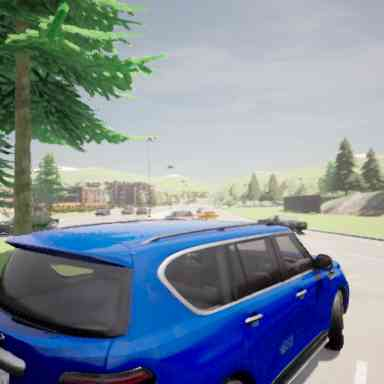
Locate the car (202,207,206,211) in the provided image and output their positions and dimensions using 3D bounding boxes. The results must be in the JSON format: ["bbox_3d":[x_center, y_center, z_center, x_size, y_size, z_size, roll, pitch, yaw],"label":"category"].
[{"bbox_3d":[1.695,2.594,34.437,1.882,1.535,5.008,-1,-2,-3],"label":"car"}]

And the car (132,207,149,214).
[{"bbox_3d":[-9.663,3.643,64.995,2.097,1.767,4.553,-1,-2,2],"label":"car"}]

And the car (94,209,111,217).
[{"bbox_3d":[-16.716,3.868,62.638,2.033,1.411,5.357,-1,-2,2],"label":"car"}]

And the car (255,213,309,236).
[{"bbox_3d":[6.480,2.318,24.474,1.895,1.301,4.718,0,-2,-11],"label":"car"}]

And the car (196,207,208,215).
[{"bbox_3d":[1.912,3.603,63.108,2.033,1.411,5.357,-1,-2,2],"label":"car"}]

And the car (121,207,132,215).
[{"bbox_3d":[-13.073,3.803,68.234,2.097,1.767,4.553,-1,-2,1],"label":"car"}]

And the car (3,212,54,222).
[{"bbox_3d":[-12.945,2.417,26.183,2.097,1.767,4.553,-1,-2,16],"label":"car"}]

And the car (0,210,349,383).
[{"bbox_3d":[0.349,1.369,4.325,2.150,2.045,5.566,-1,-2,37],"label":"car"}]

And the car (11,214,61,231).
[{"bbox_3d":[-14.876,2.889,32.046,1.895,1.301,4.718,-1,-2,11],"label":"car"}]

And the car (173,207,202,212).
[{"bbox_3d":[-0.890,2.231,26.008,2.097,1.767,4.553,0,-2,-9],"label":"car"}]
